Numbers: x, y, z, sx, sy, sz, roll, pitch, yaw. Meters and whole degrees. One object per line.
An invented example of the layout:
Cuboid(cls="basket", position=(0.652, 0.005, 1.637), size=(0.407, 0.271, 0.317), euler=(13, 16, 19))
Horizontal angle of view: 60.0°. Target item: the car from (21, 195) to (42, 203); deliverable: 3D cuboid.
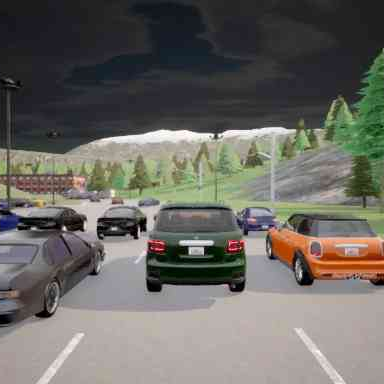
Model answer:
Cuboid(cls="car", position=(-23.522, 1.505, 44.948), size=(4.892, 1.490, 1.837), euler=(0, 0, -2))

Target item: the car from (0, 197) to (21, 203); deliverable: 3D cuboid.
Cuboid(cls="car", position=(-22.830, 1.478, 37.894), size=(5.008, 1.535, 1.882), euler=(0, 0, -2))

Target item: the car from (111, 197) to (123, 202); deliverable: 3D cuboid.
Cuboid(cls="car", position=(-14.107, 1.564, 62.524), size=(1.994, 1.385, 4.181), euler=(0, 0, -17))

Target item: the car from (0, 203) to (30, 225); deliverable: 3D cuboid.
Cuboid(cls="car", position=(-10.457, 1.526, 17.369), size=(1.812, 1.442, 4.674), euler=(0, 0, -1))

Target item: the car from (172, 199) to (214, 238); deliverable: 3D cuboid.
Cuboid(cls="car", position=(0.017, 1.352, 18.621), size=(2.097, 1.767, 4.553), euler=(0, 0, -1))

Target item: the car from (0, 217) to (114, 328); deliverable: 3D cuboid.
Cuboid(cls="car", position=(-3.415, 1.547, 7.331), size=(2.033, 1.411, 5.357), euler=(0, 0, -1))

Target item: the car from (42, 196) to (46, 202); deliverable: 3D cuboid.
Cuboid(cls="car", position=(-23.951, 1.478, 48.539), size=(5.008, 1.535, 1.882), euler=(0, 0, -4))

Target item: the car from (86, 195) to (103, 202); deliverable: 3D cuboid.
Cuboid(cls="car", position=(-21.386, 1.523, 72.839), size=(2.128, 1.511, 4.902), euler=(0, 0, -23))

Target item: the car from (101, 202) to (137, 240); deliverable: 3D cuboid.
Cuboid(cls="car", position=(-3.456, 1.478, 17.158), size=(1.882, 1.535, 5.008), euler=(0, 0, 0))

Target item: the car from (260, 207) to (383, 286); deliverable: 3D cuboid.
Cuboid(cls="car", position=(3.578, 1.352, 9.590), size=(2.097, 1.767, 4.553), euler=(0, 0, 0))

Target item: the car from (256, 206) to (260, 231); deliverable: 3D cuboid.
Cuboid(cls="car", position=(3.523, 1.526, 18.445), size=(1.812, 1.442, 4.674), euler=(0, 0, -1))

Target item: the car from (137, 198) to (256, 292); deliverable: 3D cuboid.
Cuboid(cls="car", position=(0.080, 1.221, 9.057), size=(2.150, 2.045, 5.566), euler=(0, 0, 0))

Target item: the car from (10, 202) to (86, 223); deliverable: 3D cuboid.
Cuboid(cls="car", position=(-6.963, 1.478, 17.167), size=(1.882, 1.535, 5.008), euler=(0, 0, 1))
